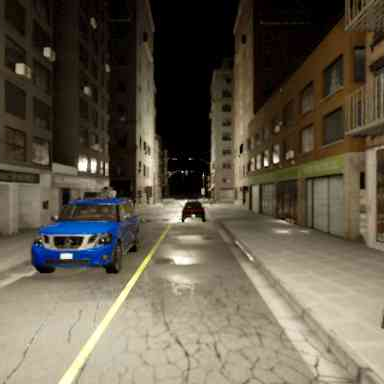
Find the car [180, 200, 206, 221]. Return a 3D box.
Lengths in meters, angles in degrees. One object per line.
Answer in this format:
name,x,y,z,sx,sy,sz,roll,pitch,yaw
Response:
car,0.107,1.540,27.177,1.837,1.490,4.892,0,0,0

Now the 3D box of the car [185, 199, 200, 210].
car,0.113,1.662,44.827,1.895,1.301,4.718,0,0,0

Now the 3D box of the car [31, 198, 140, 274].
car,-3.097,1.234,10.969,2.150,2.045,5.566,0,0,0
